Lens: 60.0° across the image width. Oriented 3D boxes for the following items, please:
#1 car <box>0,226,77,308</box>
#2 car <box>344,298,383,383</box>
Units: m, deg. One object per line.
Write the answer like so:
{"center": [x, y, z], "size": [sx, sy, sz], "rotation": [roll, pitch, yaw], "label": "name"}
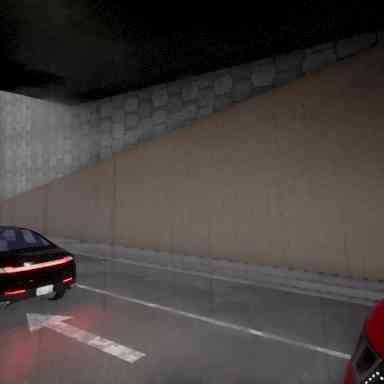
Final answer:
{"center": [-4.527, 1.491, 7.199], "size": [4.902, 1.511, 2.128], "rotation": [0, 0, 36], "label": "car"}
{"center": [3.650, 1.222, 1.340], "size": [5.566, 2.045, 2.150], "rotation": [0, 0, 35], "label": "car"}
